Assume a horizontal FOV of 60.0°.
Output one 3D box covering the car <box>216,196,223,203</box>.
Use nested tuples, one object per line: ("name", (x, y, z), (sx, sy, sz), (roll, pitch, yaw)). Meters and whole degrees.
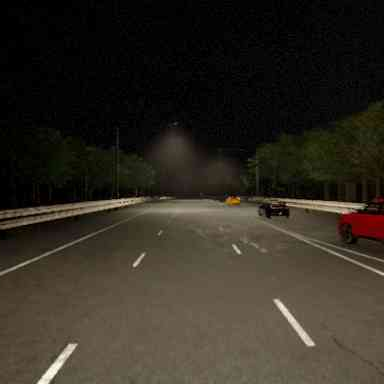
("car", (7.124, 1.663, 75.044), (1.837, 1.490, 4.892), (0, -1, 0))

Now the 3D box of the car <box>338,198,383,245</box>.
("car", (7.850, 1.232, 12.559), (2.150, 2.045, 5.566), (0, 0, -7))

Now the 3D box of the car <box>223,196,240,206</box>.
("car", (7.049, 1.522, 57.363), (1.882, 1.535, 5.008), (0, 0, 0))

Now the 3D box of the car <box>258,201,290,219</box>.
("car", (7.018, 1.495, 28.843), (2.128, 1.511, 4.902), (0, 0, 0))
